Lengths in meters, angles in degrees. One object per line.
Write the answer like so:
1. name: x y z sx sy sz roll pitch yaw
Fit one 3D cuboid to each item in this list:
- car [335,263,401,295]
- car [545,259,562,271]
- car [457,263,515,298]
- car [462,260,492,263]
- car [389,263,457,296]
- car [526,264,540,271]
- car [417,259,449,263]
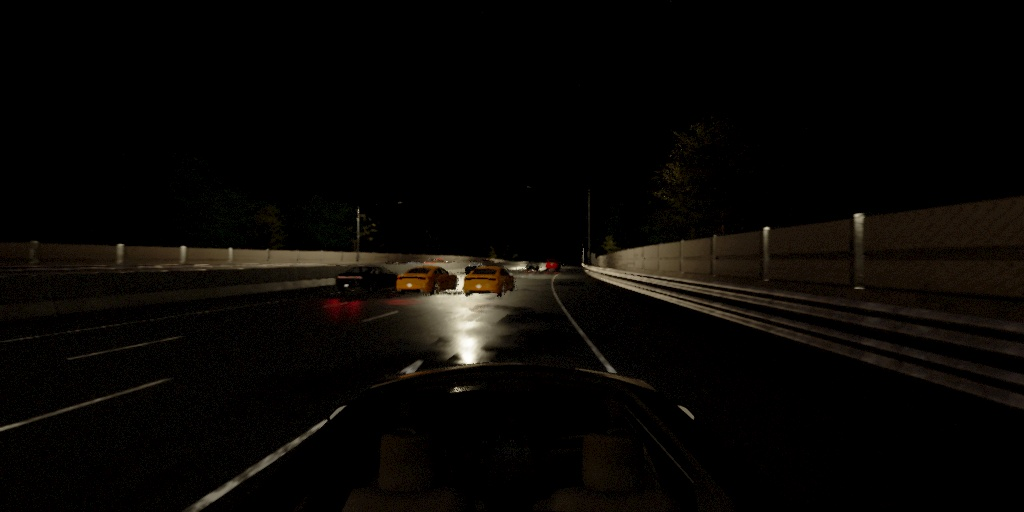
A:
1. car: -7.995 1.331 20.672 2.128 1.511 4.902 0 -1 11
2. car: 7.149 1.615 62.761 2.150 2.045 5.566 0 -1 11
3. car: -1.109 1.318 19.361 1.882 1.535 5.008 0 -1 11
4. car: -4.021 1.568 41.512 2.128 1.511 4.902 0 -1 11
5. car: -4.561 1.312 20.018 1.882 1.535 5.008 -1 -1 11
6. car: 3.810 1.984 63.935 1.895 1.301 4.718 0 -1 11
7. car: -12.091 1.408 55.454 2.150 2.045 5.566 0 -1 11
